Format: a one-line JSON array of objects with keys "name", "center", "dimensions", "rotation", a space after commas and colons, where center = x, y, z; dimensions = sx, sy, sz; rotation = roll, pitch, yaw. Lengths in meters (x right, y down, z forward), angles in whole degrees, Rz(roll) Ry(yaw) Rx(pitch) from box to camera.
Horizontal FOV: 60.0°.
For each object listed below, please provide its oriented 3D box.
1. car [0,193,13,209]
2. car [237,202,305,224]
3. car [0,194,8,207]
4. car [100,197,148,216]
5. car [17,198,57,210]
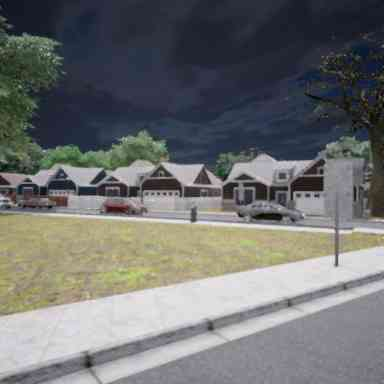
[{"name": "car", "center": [-24.411, 1.029, 40.668], "dimensions": [5.566, 2.045, 2.150], "rotation": [0, 0, 27]}, {"name": "car", "center": [5.716, 1.514, 24.388], "dimensions": [4.902, 1.511, 2.128], "rotation": [0, 0, 30]}, {"name": "car", "center": [-27.614, 1.155, 45.429], "dimensions": [4.553, 1.767, 2.097], "rotation": [0, 0, 27]}, {"name": "car", "center": [-6.347, 1.289, 31.131], "dimensions": [4.553, 1.767, 2.097], "rotation": [0, 0, 28]}, {"name": "car", "center": [-19.091, 1.410, 41.060], "dimensions": [5.357, 1.411, 2.033], "rotation": [0, 0, 28]}]
